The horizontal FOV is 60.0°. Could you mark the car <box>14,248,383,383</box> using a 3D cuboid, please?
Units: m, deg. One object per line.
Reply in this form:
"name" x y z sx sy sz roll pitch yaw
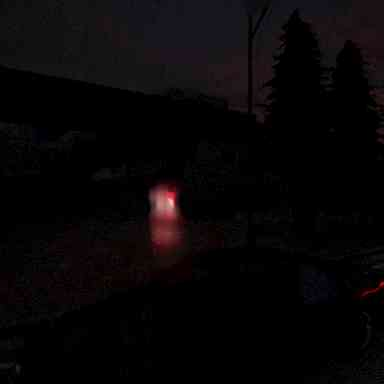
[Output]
"car" 0.706 1.544 4.478 5.357 1.411 2.033 0 0 -35
